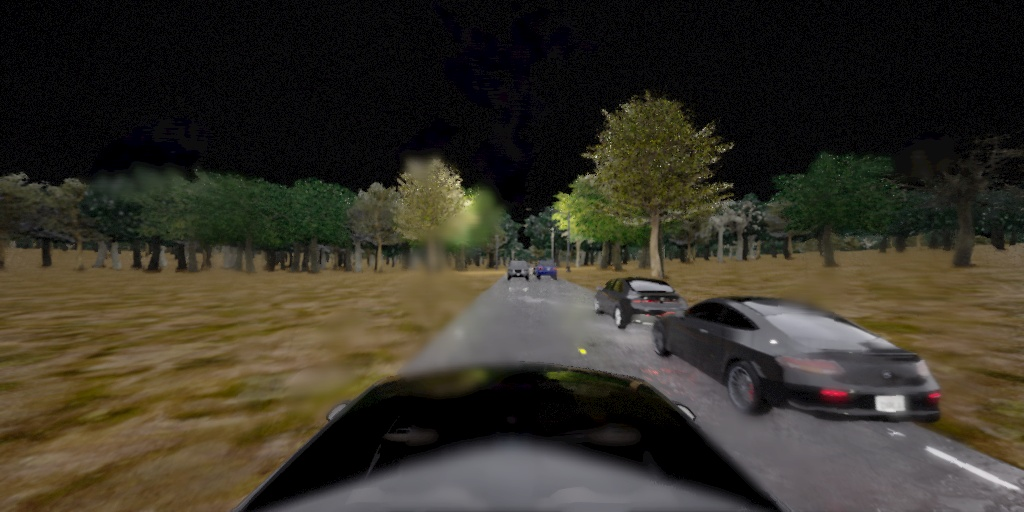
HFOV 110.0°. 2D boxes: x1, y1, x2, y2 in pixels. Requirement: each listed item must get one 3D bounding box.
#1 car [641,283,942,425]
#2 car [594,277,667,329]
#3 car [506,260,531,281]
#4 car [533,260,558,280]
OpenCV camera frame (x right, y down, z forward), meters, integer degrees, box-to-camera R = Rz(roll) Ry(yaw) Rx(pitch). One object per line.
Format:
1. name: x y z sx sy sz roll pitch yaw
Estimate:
1. car: 3.933 1.381 5.984 1.812 1.442 4.674 1 -1 1
2. car: 4.053 1.439 11.982 1.837 1.490 4.892 1 -1 1
3. car: 0.642 1.429 36.243 2.150 2.045 5.566 1 -1 1
4. car: 3.768 1.508 39.332 2.150 2.045 5.566 1 -1 1
